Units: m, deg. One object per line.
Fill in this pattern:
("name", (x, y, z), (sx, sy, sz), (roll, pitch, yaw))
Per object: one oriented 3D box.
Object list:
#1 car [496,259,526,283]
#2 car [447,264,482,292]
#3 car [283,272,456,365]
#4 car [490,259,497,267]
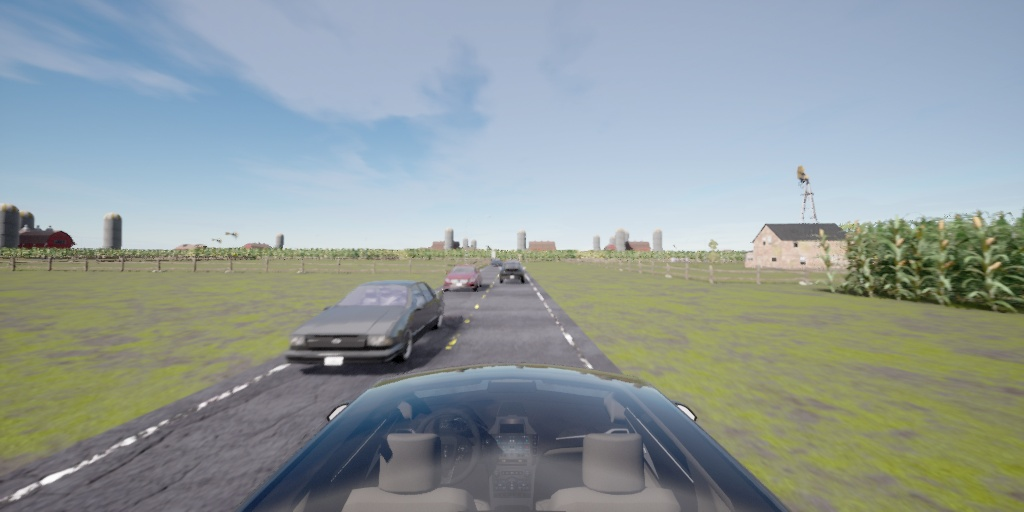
("car", (0.023, 1.216, 27.308), (1.837, 1.490, 4.892), (0, 0, 0))
("car", (-2.818, 1.248, 21.478), (1.812, 1.442, 4.674), (0, 0, 0))
("car", (-2.842, 1.289, 8.400), (2.033, 1.411, 5.357), (0, 0, 0))
("car", (-2.741, 1.191, 64.429), (1.994, 1.385, 4.181), (0, 0, 1))
